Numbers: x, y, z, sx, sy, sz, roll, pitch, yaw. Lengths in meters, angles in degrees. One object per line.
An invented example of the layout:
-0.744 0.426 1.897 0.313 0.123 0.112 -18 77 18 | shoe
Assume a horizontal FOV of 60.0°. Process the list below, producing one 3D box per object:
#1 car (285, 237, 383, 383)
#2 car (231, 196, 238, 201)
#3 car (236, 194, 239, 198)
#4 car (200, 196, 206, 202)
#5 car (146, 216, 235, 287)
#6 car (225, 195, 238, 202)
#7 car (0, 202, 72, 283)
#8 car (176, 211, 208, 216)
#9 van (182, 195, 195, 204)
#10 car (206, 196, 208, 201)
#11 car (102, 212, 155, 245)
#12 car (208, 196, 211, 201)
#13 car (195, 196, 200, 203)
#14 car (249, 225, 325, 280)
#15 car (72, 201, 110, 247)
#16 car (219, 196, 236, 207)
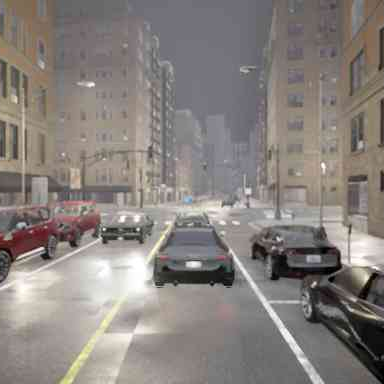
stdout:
2.855 1.586 4.376 1.947 1.339 4.313 -1 0 0 | car
11.750 1.826 92.398 1.752 1.417 4.829 -1 0 9 | car
10.871 1.595 86.800 2.192 1.841 5.009 0 0 9 | car
1.572 1.779 82.521 1.752 1.417 4.829 0 0 9 | car
0.054 1.606 9.468 1.994 1.385 4.181 0 0 0 | car
7.467 1.782 65.077 1.947 1.339 4.313 0 0 9 | car
-5.672 1.358 9.878 2.192 1.841 5.009 -1 0 0 | car
0.009 1.680 18.585 1.895 1.301 4.718 0 0 0 | car
-0.957 1.550 66.399 1.690 1.788 3.998 0 0 9 | van
2.450 1.855 88.119 1.802 1.307 4.206 0 0 9 | car
-2.995 1.670 16.182 1.895 1.301 4.718 0 0 0 | car
3.300 1.733 93.551 1.967 1.590 4.097 0 0 9 | car
-0.105 1.663 71.829 1.967 1.590 4.097 0 0 9 | car
2.856 1.609 9.883 1.947 1.339 4.313 -1 0 0 | car
-5.670 1.381 15.386 2.192 1.841 5.009 -1 0 0 | car
5.764 1.759 54.216 1.947 1.339 4.313 0 0 9 | car
